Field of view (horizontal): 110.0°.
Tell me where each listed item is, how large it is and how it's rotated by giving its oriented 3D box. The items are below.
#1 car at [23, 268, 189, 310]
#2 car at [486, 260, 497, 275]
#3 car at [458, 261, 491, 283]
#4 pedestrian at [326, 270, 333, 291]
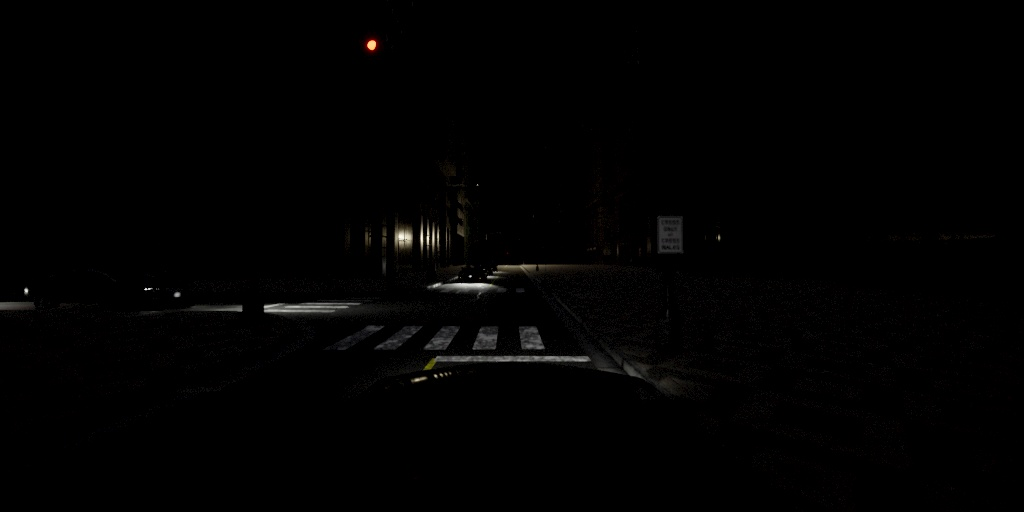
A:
[{"bbox_3d":[-14.942,1.179,13.389,4.902,1.511,2.128,0,-1,0],"label":"car"},{"bbox_3d":[-3.022,1.332,38.837,2.033,1.411,5.357,0,0,0],"label":"car"},{"bbox_3d":[-3.036,1.325,28.430,1.994,1.385,4.181,0,0,1],"label":"car"},{"bbox_3d":[-9.970,0.972,19.612,0.375,1.860,0.375,0,-1,0],"label":"pedestrian"}]
